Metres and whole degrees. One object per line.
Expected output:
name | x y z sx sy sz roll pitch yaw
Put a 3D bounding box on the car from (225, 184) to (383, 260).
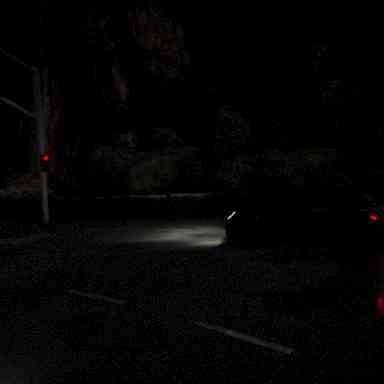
car | 3.167 0.664 9.653 4.553 1.767 2.097 0 4 39
